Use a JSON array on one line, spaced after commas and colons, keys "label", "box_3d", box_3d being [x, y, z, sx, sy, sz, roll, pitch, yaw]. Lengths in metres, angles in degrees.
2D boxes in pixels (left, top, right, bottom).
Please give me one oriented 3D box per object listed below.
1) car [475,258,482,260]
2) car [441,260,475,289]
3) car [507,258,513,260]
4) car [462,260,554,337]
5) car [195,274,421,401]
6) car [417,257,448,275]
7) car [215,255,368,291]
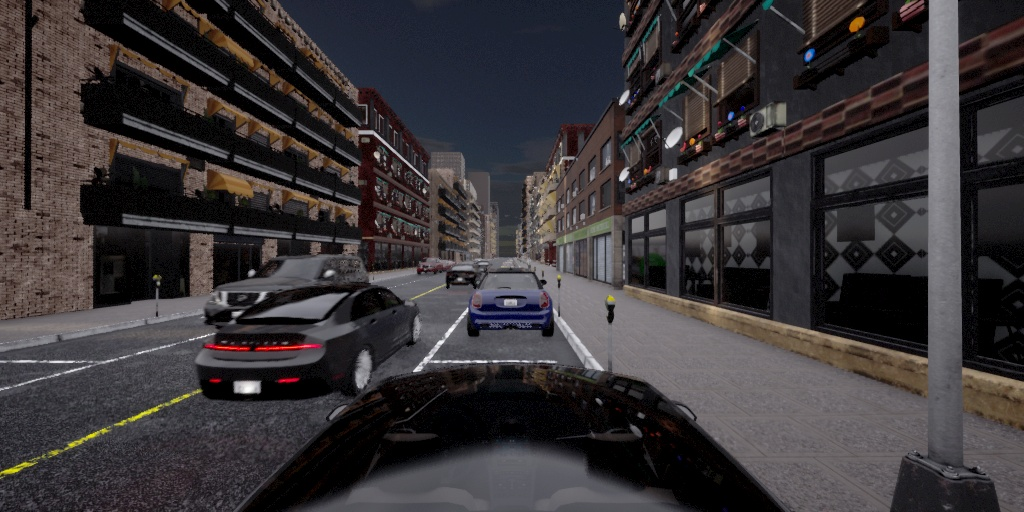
[{"label": "car", "box_3d": [-3.159, 1.275, 40.118, 1.812, 1.442, 4.674, 0, 0, 0]}, {"label": "car", "box_3d": [-3.044, 1.228, 23.438, 1.882, 1.535, 5.008, 0, 0, 0]}, {"label": "car", "box_3d": [-0.456, 1.275, 39.173, 1.751, 1.417, 4.829, 0, 0, 0]}, {"label": "car", "box_3d": [-0.032, 1.103, 10.469, 2.097, 1.767, 4.553, 0, 0, 0]}, {"label": "car", "box_3d": [-3.044, 1.255, 6.543, 1.837, 1.490, 4.892, 0, 0, 0]}, {"label": "car", "box_3d": [-8.837, 1.064, 39.007, 2.192, 1.841, 5.009, 0, 0, 0]}, {"label": "car", "box_3d": [-6.246, 0.972, 10.949, 2.150, 2.045, 5.566, 0, 0, 0]}]
